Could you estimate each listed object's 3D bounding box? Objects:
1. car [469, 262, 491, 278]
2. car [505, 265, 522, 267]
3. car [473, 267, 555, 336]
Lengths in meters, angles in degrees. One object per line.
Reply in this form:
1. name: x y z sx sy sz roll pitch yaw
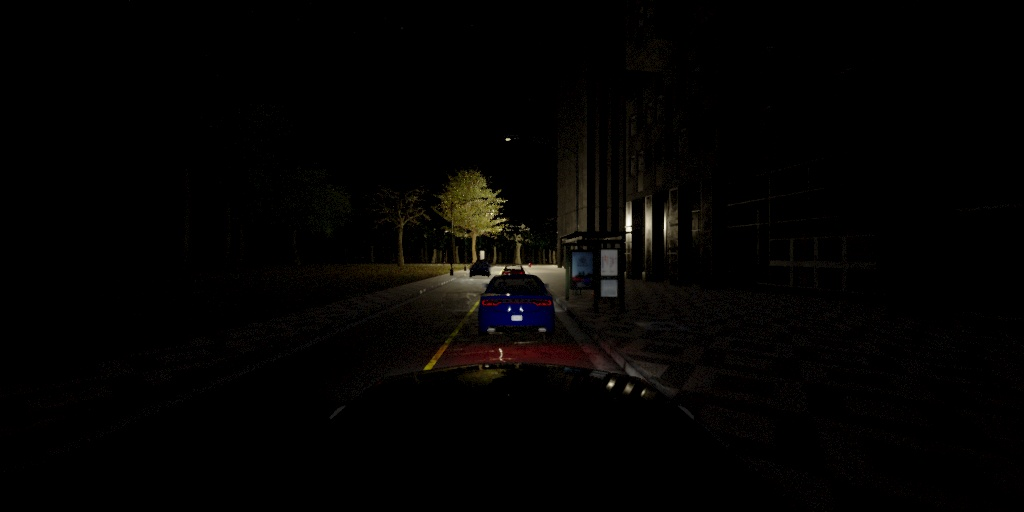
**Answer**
1. car: -3.067 1.322 35.197 1.882 1.535 5.008 0 0 0
2. car: 0.129 1.431 30.274 1.895 1.301 4.718 0 0 0
3. car: 0.110 1.242 10.490 1.882 1.535 5.008 0 0 0
